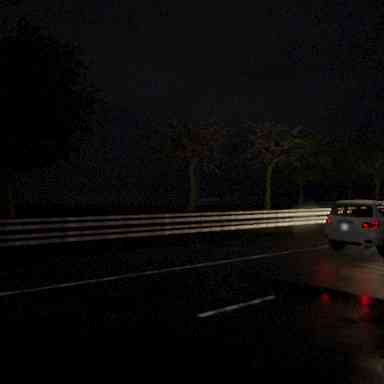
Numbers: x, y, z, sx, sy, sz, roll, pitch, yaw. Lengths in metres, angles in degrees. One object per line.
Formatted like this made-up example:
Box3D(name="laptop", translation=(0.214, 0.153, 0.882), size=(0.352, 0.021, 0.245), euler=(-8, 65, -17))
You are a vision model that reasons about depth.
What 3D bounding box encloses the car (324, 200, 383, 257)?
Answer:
Box3D(name="car", translation=(7.765, 1.349, 13.704), size=(5.566, 2.045, 2.150), euler=(0, 0, -35))
